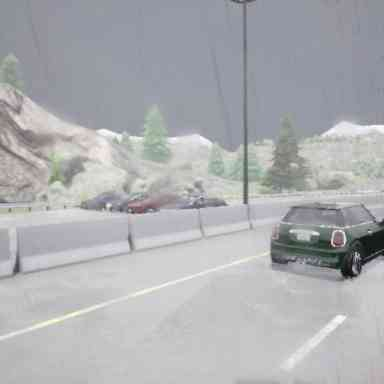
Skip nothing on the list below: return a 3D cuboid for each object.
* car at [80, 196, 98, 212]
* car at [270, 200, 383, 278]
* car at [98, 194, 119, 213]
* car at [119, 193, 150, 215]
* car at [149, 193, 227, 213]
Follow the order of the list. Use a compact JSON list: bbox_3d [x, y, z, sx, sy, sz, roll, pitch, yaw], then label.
[{"bbox_3d":[-7.225,0.877,28.038,4.181,1.385,1.994,-2,2,-43],"label":"car"},{"bbox_3d":[4.154,1.053,9.506,2.097,1.767,4.553,1,2,44],"label":"car"},{"bbox_3d":[-4.347,0.833,25.960,4.902,1.511,2.128,-2,2,-43],"label":"car"},{"bbox_3d":[-2.192,0.873,23.187,5.008,1.535,1.882,-2,2,-43],"label":"car"},{"bbox_3d":[0.109,0.935,20.548,4.902,1.511,2.128,-2,2,-43],"label":"car"}]
